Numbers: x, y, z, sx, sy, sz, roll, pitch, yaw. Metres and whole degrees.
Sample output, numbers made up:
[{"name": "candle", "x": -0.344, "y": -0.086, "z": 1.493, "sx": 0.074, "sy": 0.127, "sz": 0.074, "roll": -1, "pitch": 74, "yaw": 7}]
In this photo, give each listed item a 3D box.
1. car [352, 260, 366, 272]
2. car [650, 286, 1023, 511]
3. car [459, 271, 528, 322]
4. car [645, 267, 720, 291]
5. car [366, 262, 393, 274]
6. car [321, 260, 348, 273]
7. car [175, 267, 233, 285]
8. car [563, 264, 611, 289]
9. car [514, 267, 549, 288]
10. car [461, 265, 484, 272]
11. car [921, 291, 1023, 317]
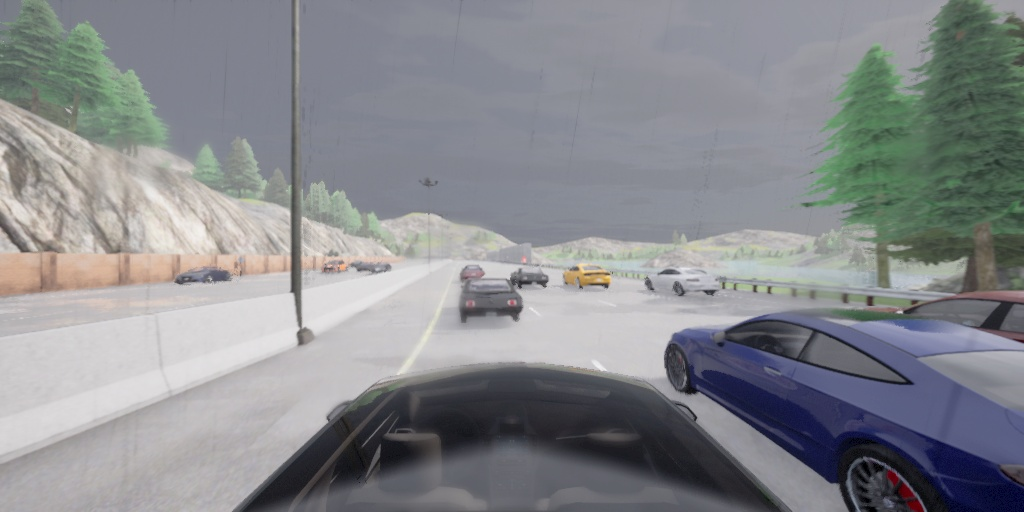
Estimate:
[{"name": "car", "x": -20.678, "y": 1.568, "z": 51.425, "sx": 2.033, "sy": 1.411, "sz": 5.357, "roll": 0, "pitch": 0, "yaw": -8}, {"name": "car", "x": 3.331, "y": 1.263, "z": 3.693, "sx": 1.812, "sy": 1.442, "sz": 4.674, "roll": 0, "pitch": 0, "yaw": -2}, {"name": "car", "x": -0.846, "y": 1.389, "z": 12.457, "sx": 1.895, "sy": 1.301, "sz": 4.718, "roll": 0, "pitch": 0, "yaw": -7}, {"name": "car", "x": 8.870, "y": 1.279, "z": 19.000, "sx": 1.812, "sy": 1.442, "sz": 4.674, "roll": 0, "pitch": 0, "yaw": -7}, {"name": "car", "x": -16.213, "y": 1.466, "z": 44.808, "sx": 2.128, "sy": 1.511, "sz": 4.902, "roll": 0, "pitch": 0, "yaw": -8}, {"name": "car", "x": -23.749, "y": 1.381, "z": 48.096, "sx": 2.097, "sy": 1.767, "sz": 4.553, "roll": 0, "pitch": 0, "yaw": -8}, {"name": "car", "x": -24.489, "y": 1.537, "z": 28.640, "sx": 1.994, "sy": 1.385, "sz": 4.181, "roll": 0, "pitch": 0, "yaw": -8}, {"name": "car", "x": 4.737, "y": 1.268, "z": 23.391, "sx": 1.882, "sy": 1.535, "sz": 5.008, "roll": 0, "pitch": 0, "yaw": -8}, {"name": "car", "x": 1.074, "y": 1.415, "z": 24.381, "sx": 1.895, "sy": 1.301, "sz": 4.718, "roll": 0, "pitch": 0, "yaw": -8}, {"name": "car", "x": -3.315, "y": 1.421, "z": 30.274, "sx": 1.994, "sy": 1.385, "sz": 4.181, "roll": 0, "pitch": 0, "yaw": -8}, {"name": "car", "x": 6.791, "y": 1.199, "z": 4.778, "sx": 1.882, "sy": 1.535, "sz": 5.008, "roll": 0, "pitch": 0, "yaw": -2}]
